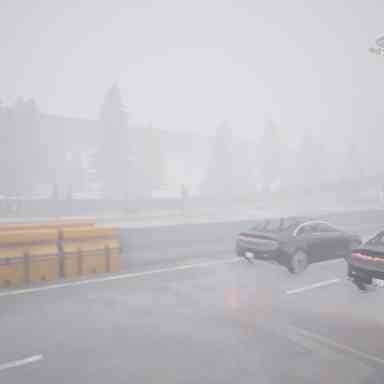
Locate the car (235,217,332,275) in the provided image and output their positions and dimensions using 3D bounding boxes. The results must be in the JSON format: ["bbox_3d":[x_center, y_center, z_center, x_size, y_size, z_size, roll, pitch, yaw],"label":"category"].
[{"bbox_3d":[3.596,1.565,10.705,4.902,1.511,2.128,0,0,-35],"label":"car"}]

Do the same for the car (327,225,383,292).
[{"bbox_3d":[5.640,1.564,7.863,4.902,1.511,2.128,0,0,-35],"label":"car"}]

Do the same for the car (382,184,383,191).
[{"bbox_3d":[27.954,-1.010,45.676,5.008,1.535,1.882,-8,4,-35],"label":"car"}]
